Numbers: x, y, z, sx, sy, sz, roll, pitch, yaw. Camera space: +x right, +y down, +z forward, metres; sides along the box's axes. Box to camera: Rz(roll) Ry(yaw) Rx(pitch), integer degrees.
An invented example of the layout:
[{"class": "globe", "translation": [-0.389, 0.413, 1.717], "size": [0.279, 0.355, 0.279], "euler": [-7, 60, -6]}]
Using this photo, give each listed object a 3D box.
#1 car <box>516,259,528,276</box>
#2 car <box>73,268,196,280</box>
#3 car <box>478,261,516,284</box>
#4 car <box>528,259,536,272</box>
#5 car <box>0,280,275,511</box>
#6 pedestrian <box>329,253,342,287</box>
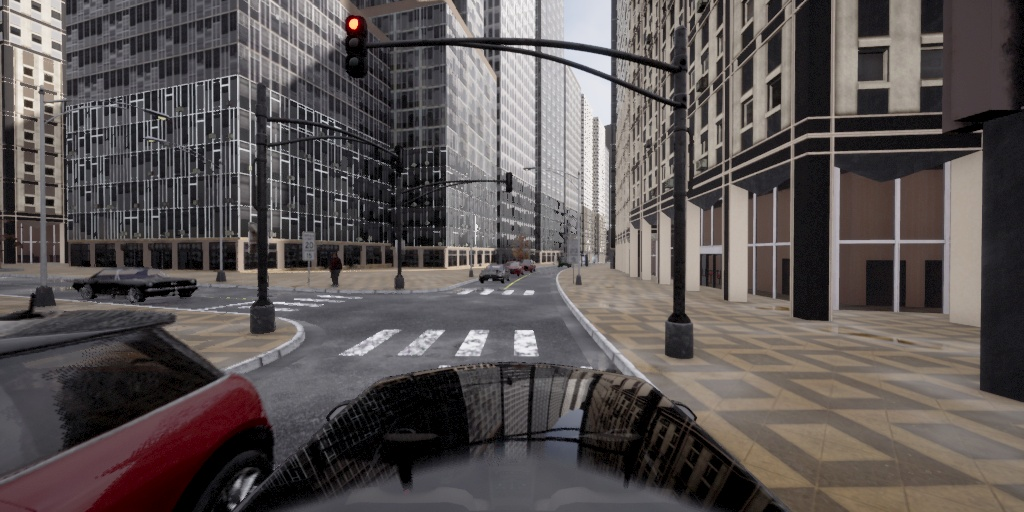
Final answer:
[{"class": "car", "translation": [0.132, 1.297, 37.783], "size": [1.882, 1.535, 5.008], "euler": [0, 0, 9]}, {"class": "car", "translation": [-15.791, 1.161, 15.111], "size": [4.718, 1.301, 1.895], "euler": [1, 1, 16]}, {"class": "car", "translation": [-1.220, 1.331, 28.075], "size": [2.033, 1.411, 5.357], "euler": [0, 0, 7]}, {"class": "car", "translation": [1.885, 1.220, 47.511], "size": [2.097, 1.767, 4.553], "euler": [0, 0, 11]}, {"class": "car", "translation": [-2.732, 1.102, 0.616], "size": [2.097, 1.767, 4.553], "euler": [0, 0, 0]}, {"class": "pedestrian", "translation": [-9.577, 0.716, 19.407], "size": [0.375, 1.860, 0.375], "euler": [0, 0, 16]}]
